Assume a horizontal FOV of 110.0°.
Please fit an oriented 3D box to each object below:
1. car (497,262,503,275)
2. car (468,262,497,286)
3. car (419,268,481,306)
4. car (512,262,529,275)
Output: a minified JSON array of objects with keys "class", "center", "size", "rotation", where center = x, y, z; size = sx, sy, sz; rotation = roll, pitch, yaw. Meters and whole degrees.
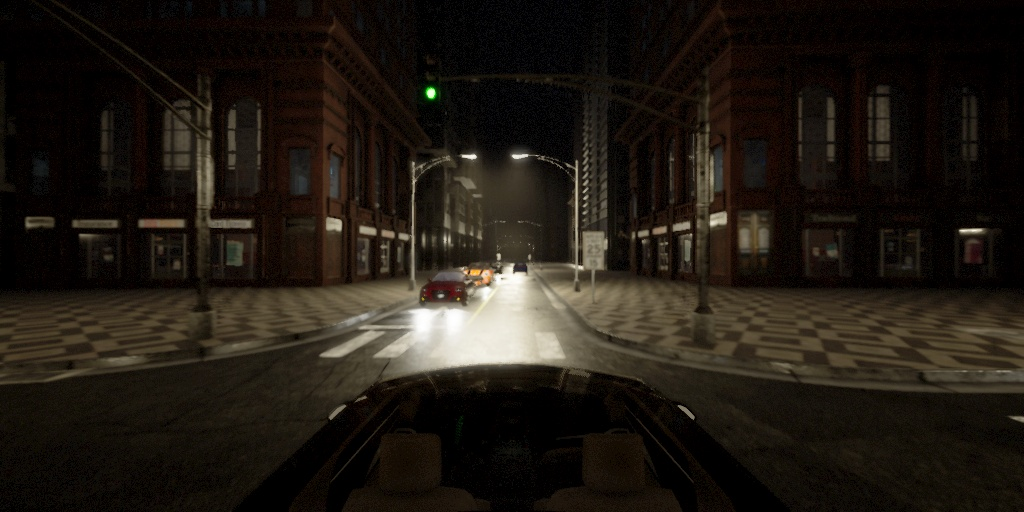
[{"class":"car","center":[-2.059,1.509,43.222],"size":[2.128,1.511,4.902],"rotation":[0,-1,2]},{"class":"car","center":[-2.511,1.269,26.987],"size":[2.097,1.767,4.553],"rotation":[0,0,2]},{"class":"car","center":[-2.792,1.416,16.301],"size":[1.994,1.385,4.181],"rotation":[0,0,2]},{"class":"car","center":[1.068,1.518,45.583],"size":[1.882,1.535,5.008],"rotation":[0,0,2]}]
